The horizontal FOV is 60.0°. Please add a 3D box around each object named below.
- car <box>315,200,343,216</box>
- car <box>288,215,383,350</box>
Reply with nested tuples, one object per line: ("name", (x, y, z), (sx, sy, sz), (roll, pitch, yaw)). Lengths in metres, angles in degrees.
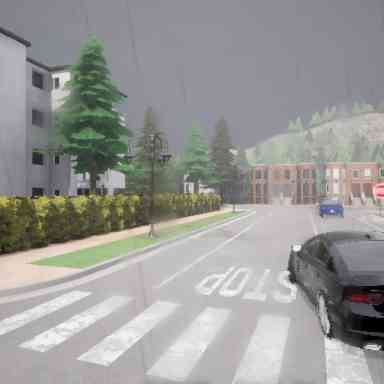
("car", (12.572, 1.479, 30.707), (1.882, 1.535, 5.008), (0, 0, 14))
("car", (3.142, 1.483, 6.449), (1.882, 1.535, 5.008), (-3, -1, 8))
